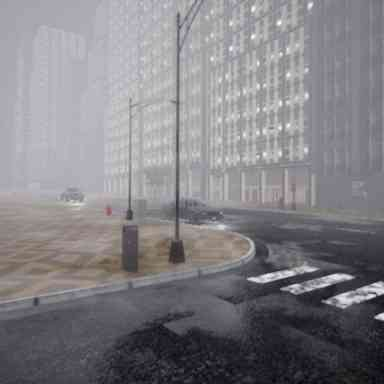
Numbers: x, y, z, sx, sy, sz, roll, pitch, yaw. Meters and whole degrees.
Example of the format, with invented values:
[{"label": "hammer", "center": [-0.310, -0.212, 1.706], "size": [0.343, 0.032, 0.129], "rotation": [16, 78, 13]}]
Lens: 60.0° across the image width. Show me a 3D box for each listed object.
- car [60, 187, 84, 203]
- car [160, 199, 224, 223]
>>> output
[{"label": "car", "center": [-16.855, 0.341, 46.559], "size": [2.150, 2.045, 5.566], "rotation": [0, 1, -35]}, {"label": "car", "center": [-0.159, 1.174, 22.361], "size": [2.033, 1.411, 5.357], "rotation": [0, 1, -35]}]
